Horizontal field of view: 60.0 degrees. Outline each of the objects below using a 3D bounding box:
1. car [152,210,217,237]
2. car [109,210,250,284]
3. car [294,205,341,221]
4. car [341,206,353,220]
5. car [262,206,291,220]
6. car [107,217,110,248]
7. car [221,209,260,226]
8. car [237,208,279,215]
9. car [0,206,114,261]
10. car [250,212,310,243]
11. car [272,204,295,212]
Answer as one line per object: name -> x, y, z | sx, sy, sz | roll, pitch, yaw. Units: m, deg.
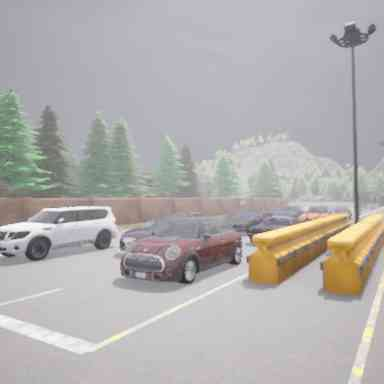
car -> -0.389, 2.093, 23.148 | 2.128, 1.511, 4.902 | -2, -2, 33
car -> -0.134, 1.633, 10.669 | 2.097, 1.767, 4.553 | -2, -2, 33
car -> 10.041, 1.909, 26.381 | 2.097, 1.767, 4.553 | -2, -2, 33
car -> 15.631, 2.233, 34.954 | 1.812, 1.442, 4.674 | -2, -2, 33
car -> 10.037, 2.446, 39.184 | 1.994, 1.385, 4.181 | -2, -2, 33
car -> -1.216, 1.907, 15.434 | 2.128, 1.511, 4.902 | -2, -2, 33
car -> 4.561, 2.299, 30.777 | 1.994, 1.385, 4.181 | -2, -2, 33
car -> 4.085, 2.107, 23.622 | 2.033, 1.411, 5.357 | -2, -2, 33
car -> -5.782, 1.677, 14.825 | 2.150, 2.045, 5.566 | -2, -2, 33
car -> 4.751, 2.015, 18.209 | 1.895, 1.301, 4.718 | -2, -2, 33
car -> 9.415, 2.055, 31.837 | 2.097, 1.767, 4.553 | -2, -2, 33
